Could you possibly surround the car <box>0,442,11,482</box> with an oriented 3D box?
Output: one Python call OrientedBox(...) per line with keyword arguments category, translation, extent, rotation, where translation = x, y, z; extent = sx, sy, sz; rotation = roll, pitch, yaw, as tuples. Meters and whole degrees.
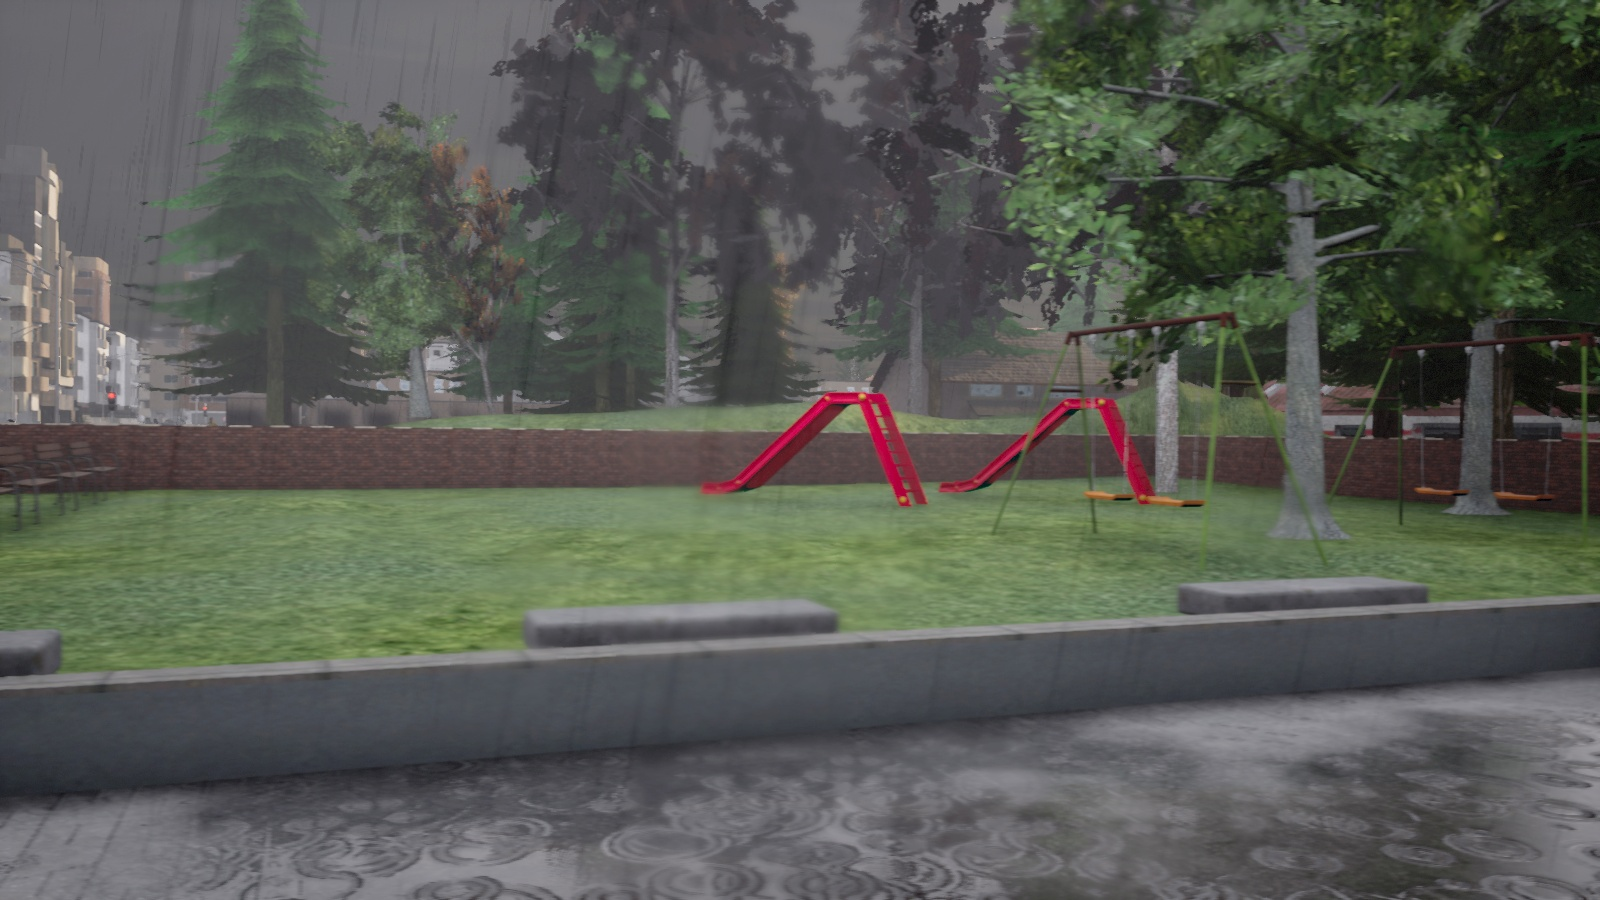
OrientedBox(category="car", translation=(-29.065, 0.454, 43.346), extent=(2.033, 1.411, 5.357), rotation=(-1, 1, -21))
